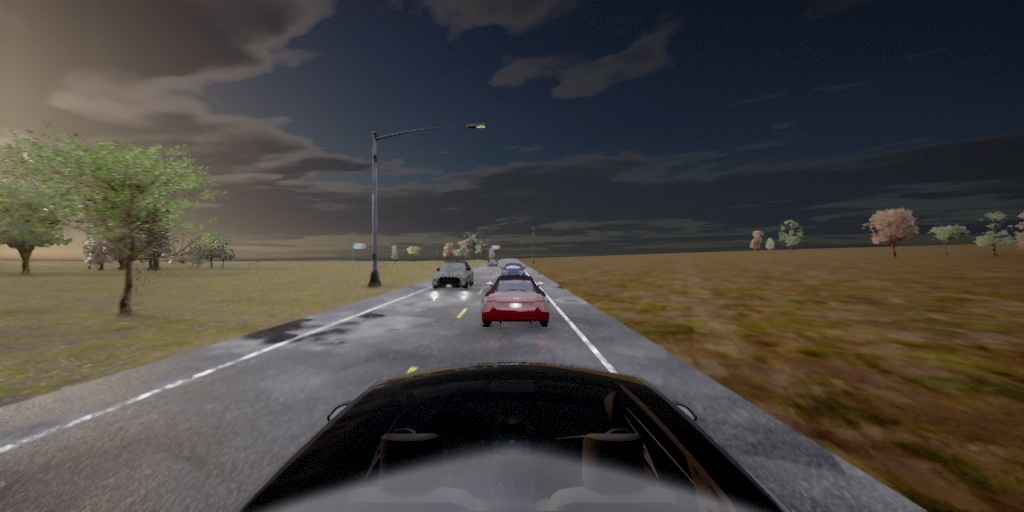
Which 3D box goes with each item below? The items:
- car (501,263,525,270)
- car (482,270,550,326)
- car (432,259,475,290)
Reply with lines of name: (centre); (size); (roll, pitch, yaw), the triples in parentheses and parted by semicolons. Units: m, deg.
car: (0.101, 1.293, 28.600); (1.812, 1.442, 4.674); (0, 0, 0)
car: (0.101, 1.320, 11.769); (1.994, 1.385, 4.181); (0, 0, 0)
car: (-3.598, 1.115, 22.690); (2.097, 1.767, 4.553); (0, 0, 0)
